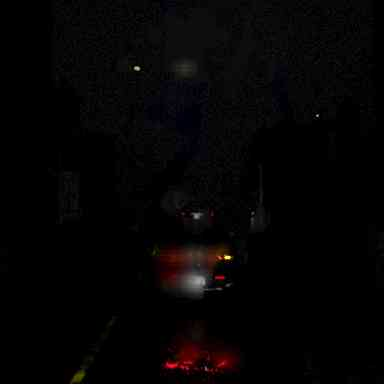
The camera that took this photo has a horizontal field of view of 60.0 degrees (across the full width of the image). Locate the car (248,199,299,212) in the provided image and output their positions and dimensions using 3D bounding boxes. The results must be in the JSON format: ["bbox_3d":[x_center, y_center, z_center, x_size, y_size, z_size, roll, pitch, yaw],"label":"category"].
[{"bbox_3d":[9.061,1.431,37.039,5.357,1.411,2.033,-1,-1,1],"label":"car"}]

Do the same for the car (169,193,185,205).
[{"bbox_3d":[-2.498,1.328,52.725,2.128,1.511,4.902,0,0,0],"label":"car"}]

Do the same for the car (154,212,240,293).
[{"bbox_3d":[0.104,1.484,8.782,1.837,1.490,4.892,0,0,0],"label":"car"}]

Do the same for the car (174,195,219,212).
[{"bbox_3d":[0.510,1.283,19.736,2.097,1.767,4.553,1,1,6],"label":"car"}]
